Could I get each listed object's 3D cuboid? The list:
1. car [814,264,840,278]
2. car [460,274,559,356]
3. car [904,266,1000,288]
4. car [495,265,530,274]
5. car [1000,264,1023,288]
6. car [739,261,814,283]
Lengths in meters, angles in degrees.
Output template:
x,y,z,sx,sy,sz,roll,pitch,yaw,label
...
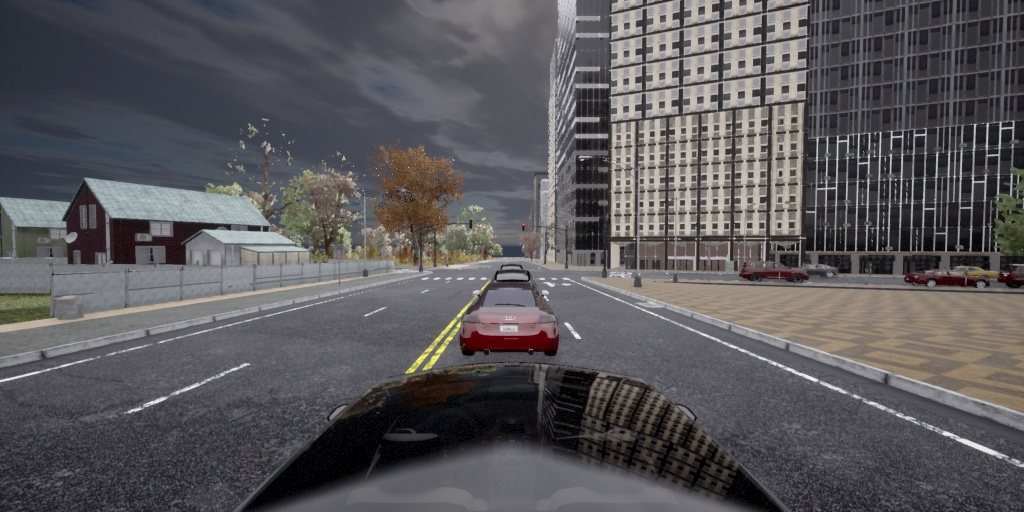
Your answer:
x,y,z,sx,sy,sz,roll,pitch,yaw,label
31.001,1.469,37.165,4.403,1.370,2.007,0,0,20,car
-0.033,1.311,8.630,1.994,1.385,4.181,0,0,1,car
33.626,1.716,27.822,4.507,1.381,1.888,0,0,20,car
0.028,1.251,14.016,1.837,1.490,4.892,0,0,0,car
38.951,1.531,25.880,5.009,1.841,2.192,0,0,20,car
22.975,1.394,31.707,5.009,1.841,2.192,0,0,20,car
